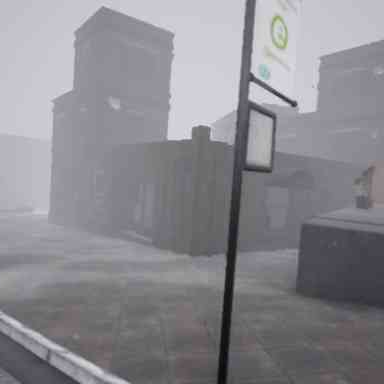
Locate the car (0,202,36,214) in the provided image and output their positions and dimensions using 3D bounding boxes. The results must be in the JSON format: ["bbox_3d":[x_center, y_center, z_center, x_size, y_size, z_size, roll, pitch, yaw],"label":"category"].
[{"bbox_3d":[-21.748,2.018,41.749,2.033,1.411,5.357,4,-2,2],"label":"car"}]
